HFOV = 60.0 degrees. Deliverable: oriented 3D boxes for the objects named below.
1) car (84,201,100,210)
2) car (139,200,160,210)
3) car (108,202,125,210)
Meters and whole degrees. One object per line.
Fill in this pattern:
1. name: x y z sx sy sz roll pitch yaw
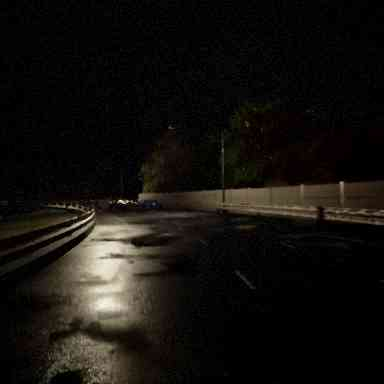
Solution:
1. car: -17.517 2.360 58.354 1.812 1.442 4.674 0 -1 -33
2. car: -6.990 2.040 54.324 2.097 1.767 4.553 0 -1 -29
3. car: -13.137 2.351 57.943 1.994 1.385 4.181 0 -1 -32
